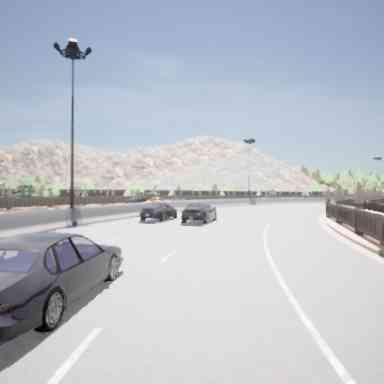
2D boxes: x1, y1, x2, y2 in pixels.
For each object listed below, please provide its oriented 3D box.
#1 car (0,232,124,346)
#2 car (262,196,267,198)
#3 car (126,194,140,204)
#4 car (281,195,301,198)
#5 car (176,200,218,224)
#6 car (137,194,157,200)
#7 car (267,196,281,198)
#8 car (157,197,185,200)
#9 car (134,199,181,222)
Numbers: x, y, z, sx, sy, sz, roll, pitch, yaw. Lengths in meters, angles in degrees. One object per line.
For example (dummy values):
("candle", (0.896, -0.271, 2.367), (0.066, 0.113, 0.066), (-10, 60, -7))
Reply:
("car", (-2.985, 1.541, 6.764), (2.033, 1.411, 5.357), (0, 0, 5))
("car", (18.523, 1.707, 82.236), (4.902, 1.511, 2.128), (0, 0, -42))
("car", (-7.656, 1.248, 50.680), (2.150, 2.045, 5.566), (0, -1, 29))
("car", (23.498, 1.531, 77.280), (4.892, 1.490, 1.837), (0, 0, -39))
("car", (0.625, 1.540, 25.094), (1.837, 1.490, 4.892), (0, 0, 17))
("car", (-5.236, 1.509, 47.765), (1.882, 1.535, 5.008), (0, 0, 29))
("car", (20.720, 1.692, 79.512), (4.892, 1.490, 1.837), (0, 0, -42))
("car", (-2.271, 1.536, 45.881), (2.128, 1.511, 4.902), (0, 0, 29))
("car", (-2.591, 1.545, 26.522), (1.812, 1.442, 4.674), (0, 0, 17))
